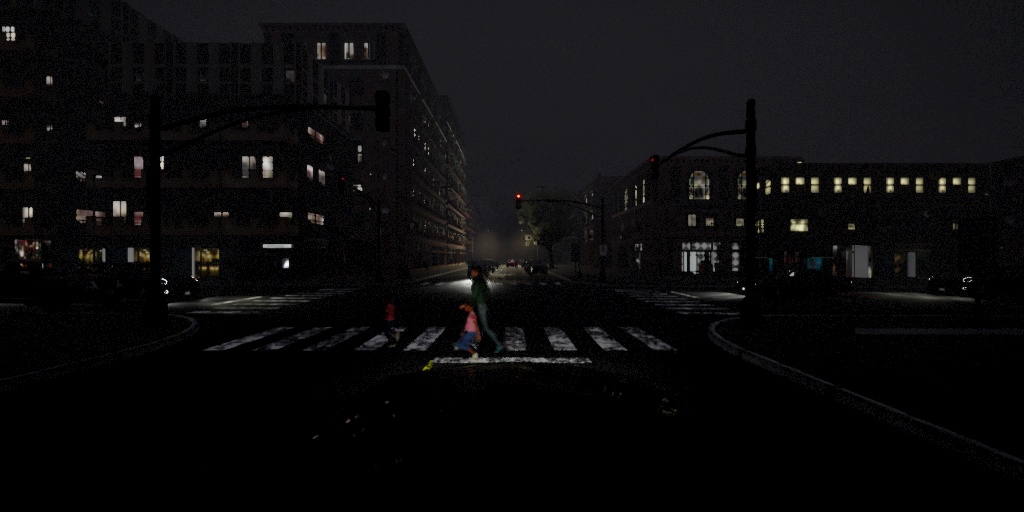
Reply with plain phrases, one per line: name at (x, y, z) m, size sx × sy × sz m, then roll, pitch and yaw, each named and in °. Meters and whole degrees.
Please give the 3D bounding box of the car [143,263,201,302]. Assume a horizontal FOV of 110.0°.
car at (-16.530, 1.053, 15.753) m, size 4.553 × 1.767 × 2.097 m, roll 0°, pitch 0°, yaw -1°

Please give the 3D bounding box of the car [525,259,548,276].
car at (2.683, 1.330, 36.860) m, size 2.007 × 1.370 × 4.403 m, roll 0°, pitch 0°, yaw 0°

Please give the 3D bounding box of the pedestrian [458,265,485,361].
pedestrian at (-0.752, 1.044, 6.691) m, size 0.375 × 1.860 × 0.375 m, roll 0°, pitch 0°, yaw 0°

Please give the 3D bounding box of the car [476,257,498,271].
car at (-3.102, 1.271, 45.582) m, size 1.882 × 1.535 × 5.008 m, roll 0°, pitch 0°, yaw 0°

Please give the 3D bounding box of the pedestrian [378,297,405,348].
pedestrian at (-2.671, 1.044, 7.916) m, size 0.375 × 1.860 × 0.375 m, roll 0°, pitch 0°, yaw 0°

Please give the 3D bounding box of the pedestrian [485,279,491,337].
pedestrian at (-0.687, 1.044, 7.322) m, size 0.375 × 1.860 × 0.375 m, roll 0°, pitch 0°, yaw 0°

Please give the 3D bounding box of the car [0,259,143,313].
car at (-17.279, 1.013, 13.137) m, size 5.009 × 1.841 × 2.192 m, roll 0°, pitch 0°, yaw 0°

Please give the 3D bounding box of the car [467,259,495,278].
car at (-3.100, 1.266, 34.090) m, size 2.128 × 1.511 × 4.902 m, roll 0°, pitch 0°, yaw 0°

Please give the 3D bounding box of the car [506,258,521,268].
car at (-0.013, 1.319, 63.216) m, size 2.128 × 1.511 × 4.902 m, roll 0°, pitch 0°, yaw 0°

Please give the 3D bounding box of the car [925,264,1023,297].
car at (25.298, 1.222, 19.236) m, size 4.553 × 1.767 × 2.097 m, roll 0°, pitch 0°, yaw 0°

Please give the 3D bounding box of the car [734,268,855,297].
car at (15.020, 1.372, 19.163) m, size 5.357 × 1.411 × 2.033 m, roll 0°, pitch 0°, yaw 0°

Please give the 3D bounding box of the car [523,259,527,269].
car at (2.682, 1.228, 42.557) m, size 1.967 × 1.591 × 4.097 m, roll 0°, pitch 0°, yaw 0°
